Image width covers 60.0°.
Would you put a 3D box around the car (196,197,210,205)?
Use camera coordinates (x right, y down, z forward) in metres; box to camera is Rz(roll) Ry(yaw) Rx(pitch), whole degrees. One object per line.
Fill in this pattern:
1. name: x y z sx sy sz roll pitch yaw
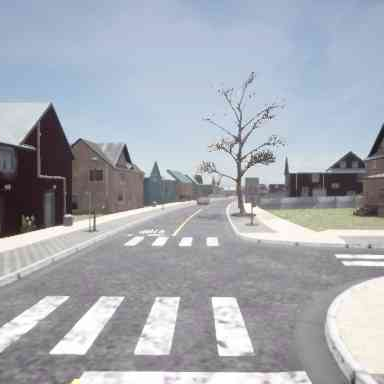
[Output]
1. car: 1.988 1.542 57.328 1.812 1.442 4.674 0 0 9
